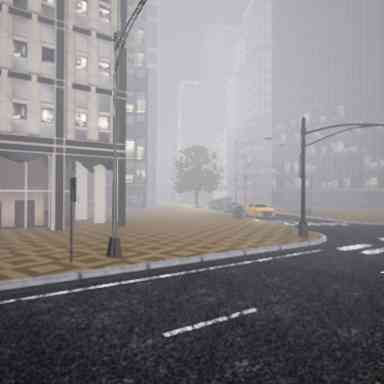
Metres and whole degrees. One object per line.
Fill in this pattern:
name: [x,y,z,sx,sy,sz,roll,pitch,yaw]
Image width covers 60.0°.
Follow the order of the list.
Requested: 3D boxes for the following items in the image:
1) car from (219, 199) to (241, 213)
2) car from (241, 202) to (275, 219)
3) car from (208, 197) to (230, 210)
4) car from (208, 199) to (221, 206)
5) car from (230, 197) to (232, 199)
car: [5.548,2.037,44.346,2.033,1.411,5.357,0,-1,-7]
car: [6.886,1.852,34.101,1.882,1.535,5.008,0,-1,-8]
car: [4.259,1.956,54.301,2.097,1.767,4.553,0,-1,-7]
car: [4.897,2.281,73.250,2.033,1.411,5.357,0,-1,-7]
car: [6.242,1.942,62.954,2.150,2.045,5.566,0,-1,-7]
